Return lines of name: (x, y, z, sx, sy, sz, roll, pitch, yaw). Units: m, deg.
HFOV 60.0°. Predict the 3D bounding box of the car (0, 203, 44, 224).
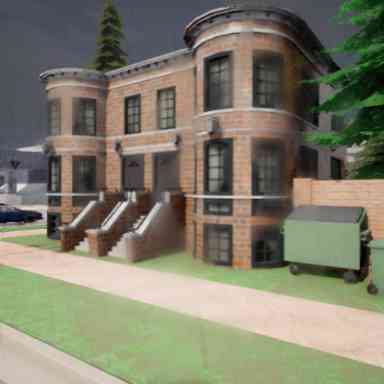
car: (-12.412, 1.427, 21.241, 2.033, 1.411, 5.357, 0, 0, 41)
